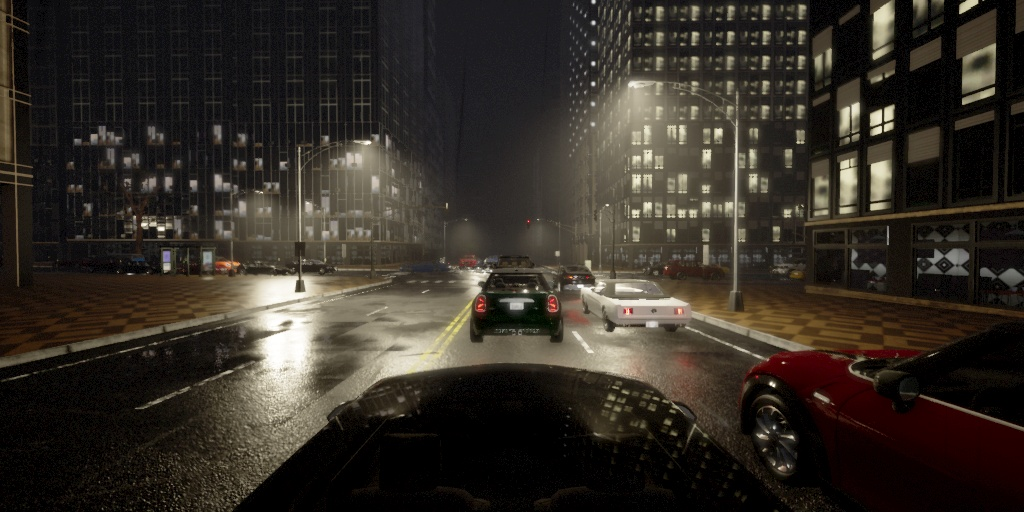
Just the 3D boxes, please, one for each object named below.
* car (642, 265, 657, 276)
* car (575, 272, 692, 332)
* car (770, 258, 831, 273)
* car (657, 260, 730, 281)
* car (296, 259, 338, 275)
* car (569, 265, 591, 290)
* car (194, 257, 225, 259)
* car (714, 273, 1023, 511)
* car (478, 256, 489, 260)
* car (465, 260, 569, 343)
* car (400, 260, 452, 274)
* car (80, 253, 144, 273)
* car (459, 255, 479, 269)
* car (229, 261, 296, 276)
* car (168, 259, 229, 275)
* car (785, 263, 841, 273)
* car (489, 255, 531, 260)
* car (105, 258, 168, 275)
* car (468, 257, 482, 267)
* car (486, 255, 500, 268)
[{"bbox_3d":[16.386,1.366,37.945,4.892,1.490,1.837,0,1,1],"label":"car"},{"bbox_3d":[3.360,1.347,10.796,1.895,1.301,4.718,0,0,0],"label":"car"},{"bbox_3d":[30.456,1.203,37.680,5.566,2.045,2.150,0,1,2],"label":"car"},{"bbox_3d":[16.225,1.268,32.175,5.009,1.841,2.192,0,0,1],"label":"car"},{"bbox_3d":[-19.774,1.081,35.389,4.902,1.511,2.128,1,1,1],"label":"car"},{"bbox_3d":[3.369,1.245,20.053,1.837,1.490,4.892,0,0,0],"label":"car"},{"bbox_3d":[-29.392,0.854,35.593,4.553,1.767,2.097,1,1,1],"label":"car"},{"bbox_3d":[3.350,1.102,1.778,2.097,1.767,4.553,0,0,0],"label":"car"},{"bbox_3d":[-3.291,1.206,52.402,2.128,1.511,4.902,0,0,0],"label":"car"},{"bbox_3d":[0.108,1.099,9.848,2.097,1.767,4.553,0,0,0],"label":"car"},{"bbox_3d":[-9.147,1.181,38.372,5.357,1.411,2.033,1,1,1],"label":"car"},{"bbox_3d":[-39.386,0.763,35.813,4.553,1.767,2.097,1,1,1],"label":"car"},{"bbox_3d":[-6.543,0.935,53.938,2.150,2.045,5.566,0,0,0],"label":"car"},{"bbox_3d":[-22.699,1.173,32.744,4.313,1.339,1.948,0,0,1],"label":"car"},{"bbox_3d":[-28.383,1.137,32.883,4.207,1.307,1.802,0,0,1],"label":"car"},{"bbox_3d":[27.674,1.578,31.966,4.829,1.417,1.751,0,0,1],"label":"car"},{"bbox_3d":[0.118,0.963,19.560,2.150,2.045,5.566,0,0,0],"label":"car"},{"bbox_3d":[-34.063,1.068,33.062,4.313,1.339,1.948,0,0,1],"label":"car"},{"bbox_3d":[-6.497,1.054,63.536,2.097,1.767,4.553,0,0,0],"label":"car"},{"bbox_3d":[-3.260,0.925,62.565,2.150,2.045,5.566,0,0,0],"label":"car"}]
